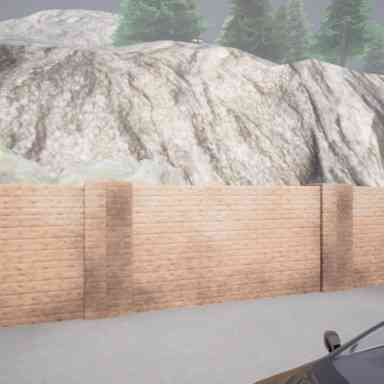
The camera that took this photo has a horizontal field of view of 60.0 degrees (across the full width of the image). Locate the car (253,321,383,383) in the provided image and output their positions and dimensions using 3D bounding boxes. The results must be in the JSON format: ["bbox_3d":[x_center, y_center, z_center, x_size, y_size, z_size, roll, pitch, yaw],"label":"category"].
[{"bbox_3d":[2.083,1.492,1.955,4.902,1.511,2.128,0,0,-19],"label":"car"}]
